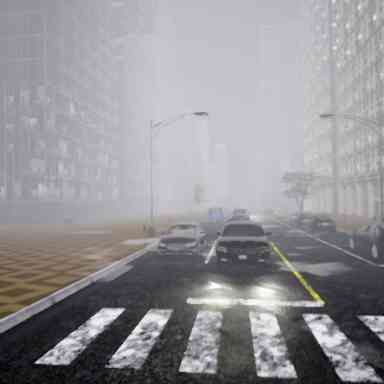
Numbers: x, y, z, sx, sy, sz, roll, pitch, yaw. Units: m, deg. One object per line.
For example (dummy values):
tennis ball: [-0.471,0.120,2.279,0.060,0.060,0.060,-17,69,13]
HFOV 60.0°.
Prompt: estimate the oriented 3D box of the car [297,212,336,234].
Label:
car: [9.491,2.326,25.040,1.947,1.339,4.313,-2,-2,8]

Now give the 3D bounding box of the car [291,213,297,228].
car: [10.246,2.513,30.611,1.947,1.339,4.313,-2,-2,8]

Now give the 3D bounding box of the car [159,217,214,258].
car: [-0.325,2.068,15.019,2.008,1.369,4.403,-2,-2,8]

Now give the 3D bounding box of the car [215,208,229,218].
car: [4.965,3.386,54.017,2.008,1.369,4.403,-2,-2,8]

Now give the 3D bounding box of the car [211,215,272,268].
car: [2.052,1.905,13.171,1.882,1.535,5.008,-1,-2,10]

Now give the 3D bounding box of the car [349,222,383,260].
car: [7.979,1.938,13.898,2.008,1.369,4.403,-2,-2,8]

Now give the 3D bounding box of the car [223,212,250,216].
car: [3.407,2.322,23.100,1.994,1.385,4.181,-1,-2,9]

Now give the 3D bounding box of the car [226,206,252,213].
car: [5.016,2.508,34.943,2.097,1.767,4.553,-1,-2,8]

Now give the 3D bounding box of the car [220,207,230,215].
car: [6.477,3.765,65.159,1.887,1.381,4.507,-2,-2,8]

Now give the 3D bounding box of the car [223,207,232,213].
car: [8.744,4.347,81.870,1.887,1.381,4.507,-2,-2,8]

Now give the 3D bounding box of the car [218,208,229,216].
car: [5.697,3.547,59.421,1.752,1.417,4.829,-2,-2,8]

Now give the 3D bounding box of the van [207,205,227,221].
van: [2.693,2.606,37.312,1.690,1.788,3.998,-2,-2,8]

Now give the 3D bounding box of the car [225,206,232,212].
car: [10.256,4.744,93.012,2.008,1.369,4.403,-2,-2,8]

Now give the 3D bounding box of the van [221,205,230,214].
van: [7.227,3.755,70.736,1.690,1.788,3.998,-2,-2,8]

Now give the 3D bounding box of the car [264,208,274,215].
car: [14.781,3.672,64.036,1.802,1.307,4.206,-2,-2,8]
